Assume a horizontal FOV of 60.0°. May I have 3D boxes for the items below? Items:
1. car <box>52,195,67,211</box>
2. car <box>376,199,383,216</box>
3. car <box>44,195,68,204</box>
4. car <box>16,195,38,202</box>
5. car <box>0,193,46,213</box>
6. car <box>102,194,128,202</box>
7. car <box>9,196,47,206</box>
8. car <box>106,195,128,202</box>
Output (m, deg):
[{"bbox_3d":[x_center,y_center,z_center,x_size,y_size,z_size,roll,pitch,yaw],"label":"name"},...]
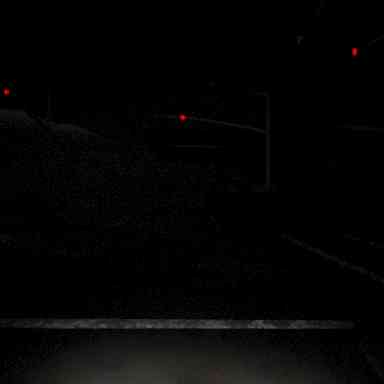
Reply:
[{"bbox_3d":[-16.218,1.361,36.595,3.806,1.475,1.970,0,0,-1],"label":"car"},{"bbox_3d":[17.197,1.480,32.953,2.242,1.667,4.611,0,0,-1],"label":"car"},{"bbox_3d":[-24.097,1.319,58.953,3.633,1.501,1.845,0,0,-1],"label":"car"},{"bbox_3d":[-35.171,1.384,70.870,3.806,1.475,1.970,0,0,-1],"label":"car"},{"bbox_3d":[-16.806,1.077,33.267,3.866,1.878,1.905,0,0,-1],"label":"car"},{"bbox_3d":[-16.505,1.330,70.852,5.027,1.636,2.152,0,0,-1],"label":"car"},{"bbox_3d":[-24.071,1.298,48.960,4.514,1.523,2.007,0,0,-1],"label":"car"},{"bbox_3d":[-16.579,1.339,73.988,4.514,1.523,2.007,0,0,-1],"label":"car"}]
